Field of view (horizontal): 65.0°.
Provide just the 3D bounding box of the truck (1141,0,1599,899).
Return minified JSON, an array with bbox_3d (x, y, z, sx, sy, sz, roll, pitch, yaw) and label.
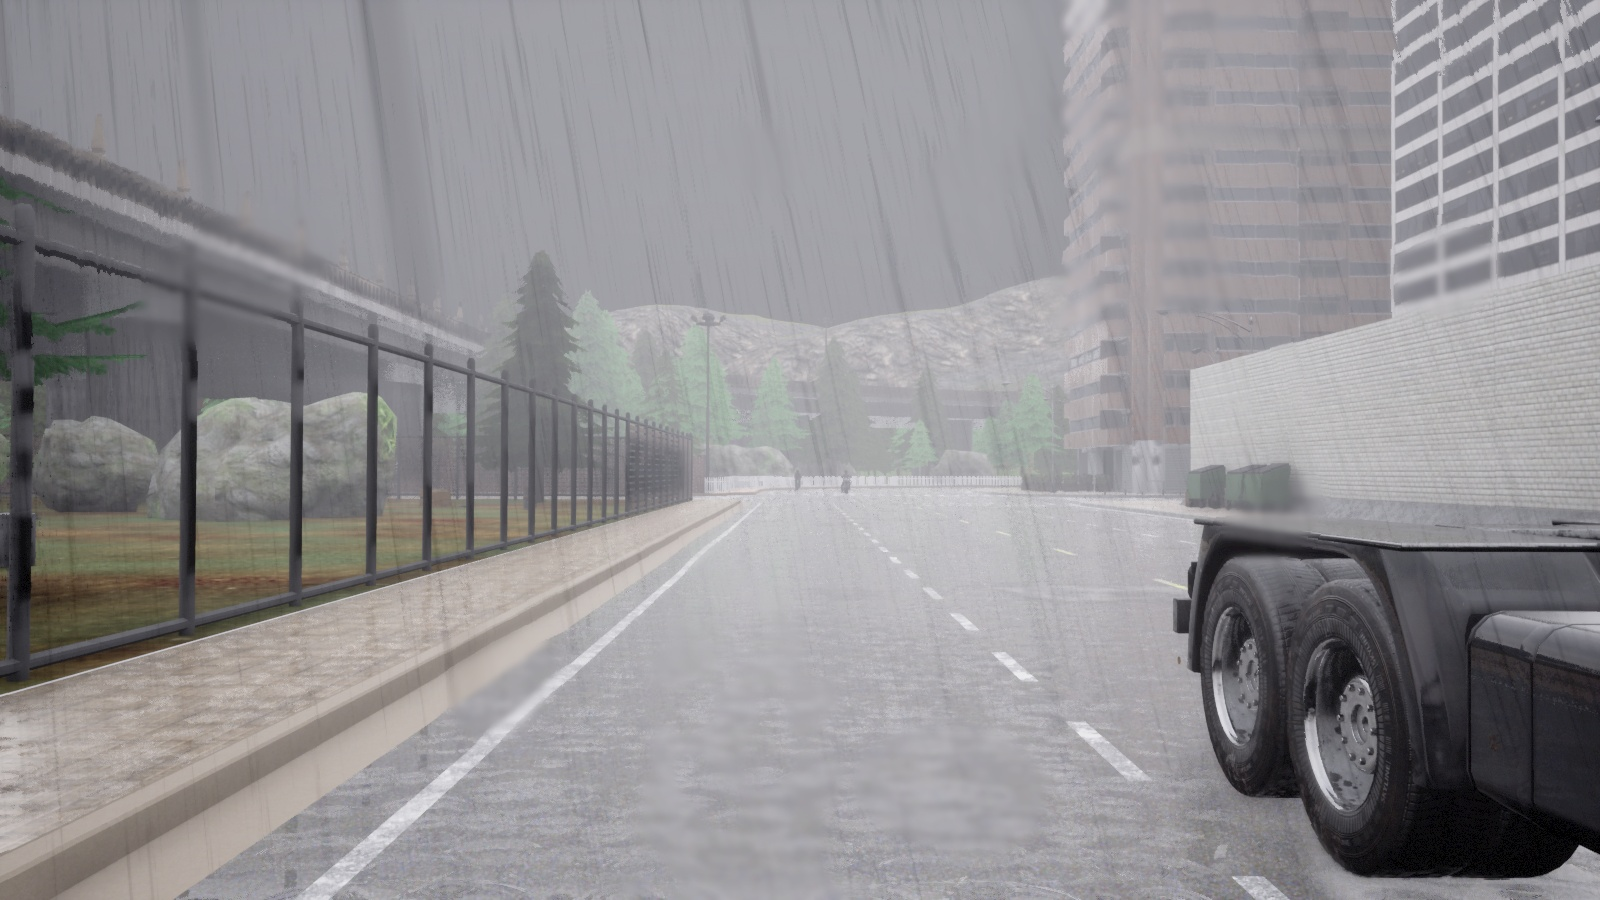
[{"bbox_3d":[3.487,-0.123,3.466,2.891,3.462,7.936,0,-1,0],"label":"truck"}]
